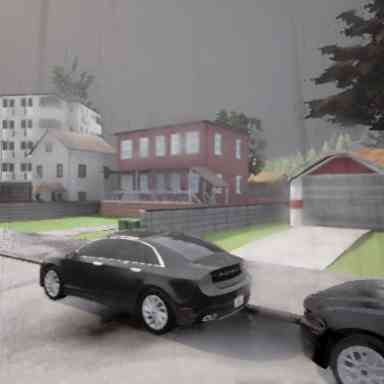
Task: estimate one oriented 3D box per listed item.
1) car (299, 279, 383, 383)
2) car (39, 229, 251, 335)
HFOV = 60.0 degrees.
[{"bbox_3d":[3.663,1.499,3.328,5.008,1.535,1.882,0,0,36],"label":"car"},{"bbox_3d":[-1.208,1.531,6.830,4.892,1.490,1.837,0,0,36],"label":"car"}]
